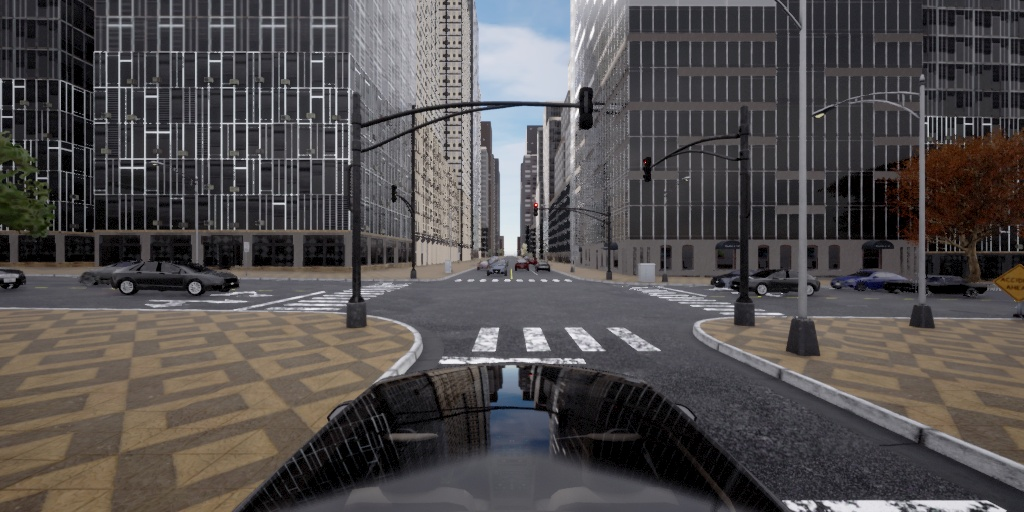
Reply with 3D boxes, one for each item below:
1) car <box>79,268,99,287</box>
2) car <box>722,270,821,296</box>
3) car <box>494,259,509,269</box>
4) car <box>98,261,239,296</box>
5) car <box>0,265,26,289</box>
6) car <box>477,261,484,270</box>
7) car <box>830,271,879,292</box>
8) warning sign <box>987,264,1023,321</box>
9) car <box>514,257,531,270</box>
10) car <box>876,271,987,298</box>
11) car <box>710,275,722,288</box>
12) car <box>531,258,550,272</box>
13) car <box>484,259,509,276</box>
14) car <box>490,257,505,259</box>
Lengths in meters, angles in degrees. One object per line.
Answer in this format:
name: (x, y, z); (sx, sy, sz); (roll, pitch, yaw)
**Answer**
car: (-21.003, 0.953, 19.864); (4.181, 1.385, 1.994); (1, 0, -3)
car: (15.788, 1.564, 21.602); (4.892, 1.490, 1.837); (1, 0, -4)
car: (-1.603, 1.249, 56.279); (2.128, 1.511, 4.902); (0, 0, 0)
car: (-15.514, 0.995, 16.668); (4.892, 1.490, 1.837); (1, 0, -3)
car: (-25.297, 0.802, 16.213); (4.902, 1.511, 2.128); (1, 0, -3)
car: (-4.053, 1.343, 51.484); (1.802, 1.307, 4.207); (0, 0, 0)
car: (25.216, 1.753, 25.286); (4.674, 1.442, 1.812); (1, 0, -3)
warning sign: (17.269, 1.204, 12.200); (1.060, 1.860, 1.300); (0, 0, -3)
car: (1.352, 1.238, 51.338); (1.882, 1.535, 5.008); (0, 0, 0)
car: (25.840, 1.840, 22.065); (4.718, 1.301, 1.895); (1, 0, -3)
car: (16.158, 1.629, 24.862); (4.181, 1.385, 1.994); (1, 0, -3)
car: (3.903, 1.329, 45.995); (1.948, 1.339, 4.313); (0, 0, 0)
car: (-1.516, 1.331, 37.060); (1.994, 1.385, 4.181); (0, 0, 0)
car: (-1.556, 1.268, 45.893); (1.837, 1.490, 4.892); (0, 0, 0)
